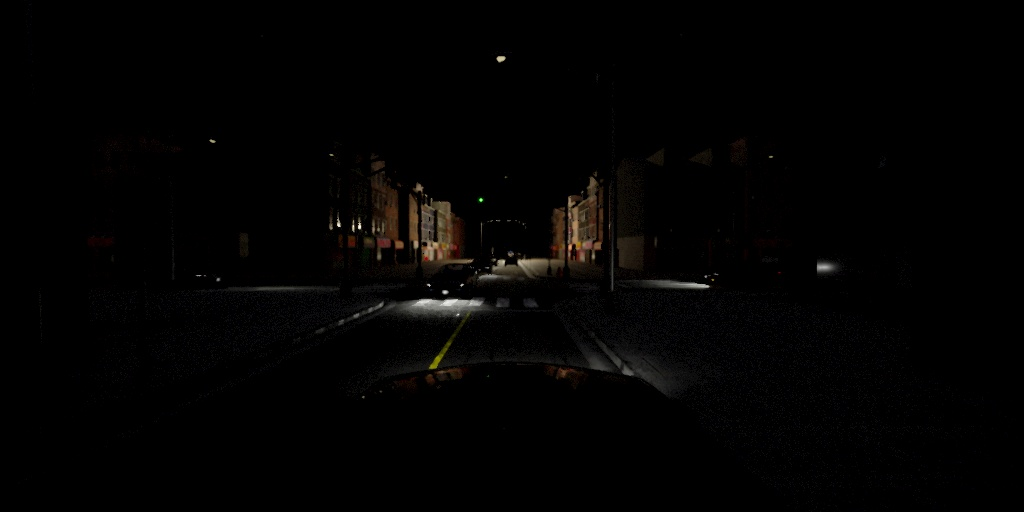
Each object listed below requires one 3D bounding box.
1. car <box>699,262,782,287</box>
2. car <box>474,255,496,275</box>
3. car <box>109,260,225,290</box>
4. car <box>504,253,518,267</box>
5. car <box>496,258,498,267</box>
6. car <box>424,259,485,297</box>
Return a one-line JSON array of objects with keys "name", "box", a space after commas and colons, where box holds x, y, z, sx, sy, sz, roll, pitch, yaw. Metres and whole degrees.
[{"name": "car", "box": [13.558, 1.056, 21.390, 4.181, 1.385, 1.994, 0, 1, 0]}, {"name": "car", "box": [-2.644, 0.835, 31.541, 1.837, 1.490, 4.892, 0, 1, 0]}, {"name": "car", "box": [-17.492, 0.940, 18.339, 4.902, 1.511, 2.128, 0, 1, 0]}, {"name": "car", "box": [-0.081, 0.640, 46.184, 1.948, 1.339, 4.313, 0, 0, 0]}, {"name": "car", "box": [-2.712, 0.637, 44.984, 2.033, 1.411, 5.357, 0, 1, 0]}, {"name": "car", "box": [-2.715, 1.060, 17.323, 2.033, 1.411, 5.357, 0, 1, 1]}]
